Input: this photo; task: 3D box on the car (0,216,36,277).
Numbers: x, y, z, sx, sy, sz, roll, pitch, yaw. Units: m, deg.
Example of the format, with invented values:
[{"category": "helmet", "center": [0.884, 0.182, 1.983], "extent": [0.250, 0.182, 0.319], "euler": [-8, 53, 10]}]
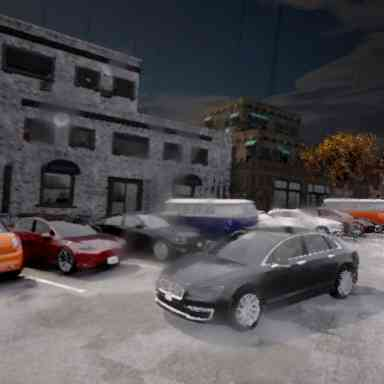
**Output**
[{"category": "car", "center": [-6.549, 1.346, 8.886], "extent": [4.553, 1.767, 2.185], "euler": [-1, -1, 35]}]

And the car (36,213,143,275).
[{"category": "car", "center": [-4.153, 1.509, 10.595], "extent": [4.792, 1.488, 2.163], "euler": [-1, -1, 35]}]

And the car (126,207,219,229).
[{"category": "car", "center": [-1.795, 1.491, 12.313], "extent": [5.008, 1.535, 2.097], "euler": [-1, -1, 35]}]

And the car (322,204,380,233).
[{"category": "car", "center": [7.808, 1.632, 19.072], "extent": [4.792, 1.488, 2.163], "euler": [-1, -1, 35]}]

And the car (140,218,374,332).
[{"category": "car", "center": [1.591, 1.520, 6.953], "extent": [4.892, 1.490, 1.837], "euler": [0, 0, -35]}]

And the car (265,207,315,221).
[{"category": "car", "center": [2.994, 1.575, 15.707], "extent": [4.674, 1.452, 2.002], "euler": [-1, -1, 35]}]

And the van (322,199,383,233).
[{"category": "van", "center": [10.084, 1.433, 20.849], "extent": [4.442, 1.987, 1.878], "euler": [-1, -1, 35]}]

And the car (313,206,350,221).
[{"category": "car", "center": [5.393, 1.605, 17.405], "extent": [4.674, 1.452, 2.002], "euler": [-1, -1, 35]}]

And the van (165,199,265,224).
[{"category": "van", "center": [0.506, 1.286, 14.075], "extent": [4.442, 1.987, 1.878], "euler": [-1, -1, 35]}]
